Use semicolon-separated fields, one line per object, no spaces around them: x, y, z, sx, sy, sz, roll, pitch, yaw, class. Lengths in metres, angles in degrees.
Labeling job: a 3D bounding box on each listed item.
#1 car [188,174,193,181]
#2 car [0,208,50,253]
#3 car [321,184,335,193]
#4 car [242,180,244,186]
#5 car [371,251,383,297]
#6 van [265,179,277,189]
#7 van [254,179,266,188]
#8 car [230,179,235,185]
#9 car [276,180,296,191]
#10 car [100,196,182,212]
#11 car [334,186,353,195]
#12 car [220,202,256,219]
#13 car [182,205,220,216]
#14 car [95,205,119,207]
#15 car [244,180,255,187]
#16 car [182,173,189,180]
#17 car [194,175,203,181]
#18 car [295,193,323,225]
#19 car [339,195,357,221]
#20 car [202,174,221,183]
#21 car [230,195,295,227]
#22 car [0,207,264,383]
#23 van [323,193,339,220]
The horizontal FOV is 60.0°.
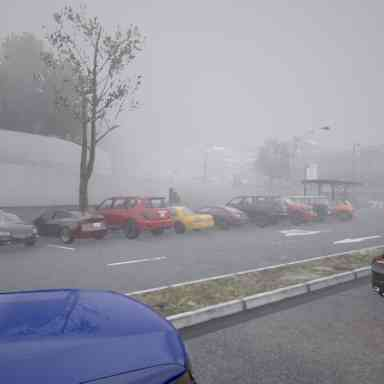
1.922;-3.851;90.895;2.185;1.767;4.553;6;3;34;car
-8.498;1.493;14.150;4.892;1.521;2.231;-1;-1;35;car
24.462;-0.427;58.885;2.435;2.045;5.566;7;3;35;car
12.388;-2.044;76.178;2.002;1.452;4.674;7;4;35;car
5.792;1.515;7.238;4.892;1.490;1.837;0;0;-35;car
17.509;-1.491;68.646;1.878;1.987;4.442;7;4;35;van
15.785;-1.765;71.120;1.878;1.987;4.442;7;4;35;van
10.651;-2.318;78.643;2.002;1.452;4.674;7;3;35;car
19.265;-0.993;66.280;2.231;1.521;4.892;7;3;35;car
-3.627;1.248;17.633;5.566;2.045;2.435;-1;-1;35;car
26.148;0.136;56.410;2.002;1.452;4.674;7;3;35;car
1.305;1.548;21.079;4.674;1.452;2.002;-1;-1;35;car
-1.304;1.503;19.456;5.366;1.575;1.946;-1;-1;35;car
-6.075;1.524;15.892;4.792;1.488;2.163;-1;-1;35;car
14.216;-1.813;73.854;1.946;1.575;5.366;7;3;35;car
0.197;-4.085;93.368;2.185;1.767;4.553;4;1;34;car
3.712;-3.699;88.425;2.435;2.045;5.566;7;3;34;car
6.252;1.267;24.533;5.566;2.045;2.435;-1;-1;35;car
11.206;1.403;27.944;4.553;1.767;2.185;-1;-1;35;car
5.559;-3.176;86.163;1.946;1.575;5.366;7;3;34;car
3.736;1.262;22.832;5.566;2.045;2.435;-1;-1;35;car
-2.459;1.221;1.383;5.566;2.045;2.150;0;0;-35;car
8.794;1.296;26.198;4.442;1.987;1.878;-1;-1;35;van
